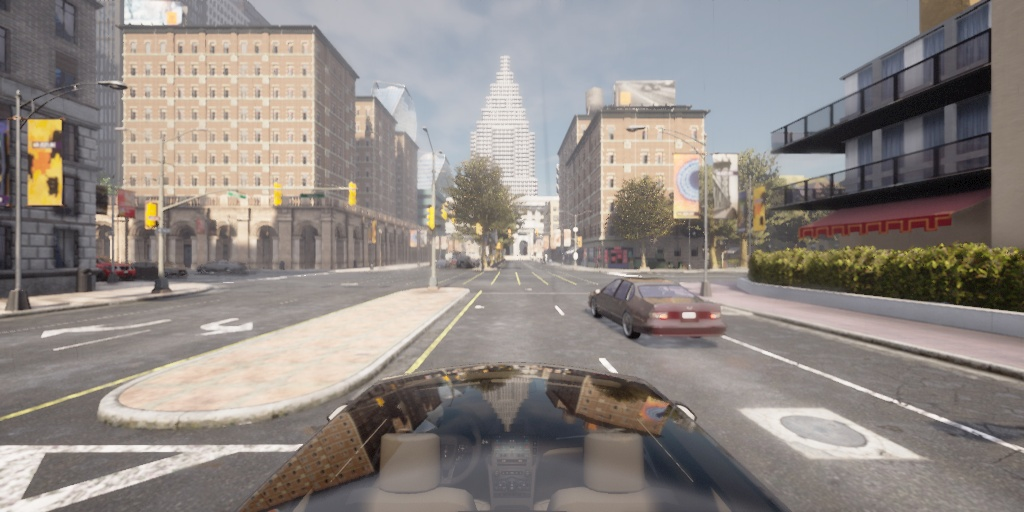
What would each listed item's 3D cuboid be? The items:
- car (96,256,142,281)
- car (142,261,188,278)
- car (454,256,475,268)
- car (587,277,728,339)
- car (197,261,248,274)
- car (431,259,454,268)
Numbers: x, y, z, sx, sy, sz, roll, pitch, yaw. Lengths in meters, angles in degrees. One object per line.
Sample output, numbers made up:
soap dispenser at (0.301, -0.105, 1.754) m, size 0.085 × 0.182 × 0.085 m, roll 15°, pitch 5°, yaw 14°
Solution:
car at (-34.665, 0.984, 29.614) m, size 5.566 × 2.045 × 2.150 m, roll 0°, pitch 0°, yaw 0°
car at (-32.886, 1.266, 33.143) m, size 4.892 × 1.490 × 1.837 m, roll 1°, pitch 0°, yaw 0°
car at (-8.099, 0.996, 60.890) m, size 2.150 × 2.045 × 5.566 m, roll 0°, pitch 0°, yaw 0°
car at (3.629, 1.301, 10.087) m, size 2.033 × 1.411 × 5.357 m, roll 0°, pitch 0°, yaw -3°
car at (-32.602, 1.258, 40.334) m, size 4.902 × 1.511 × 2.128 m, roll 0°, pitch 0°, yaw 0°
car at (-11.594, 1.322, 60.264) m, size 2.033 × 1.411 × 5.357 m, roll 0°, pitch 0°, yaw 0°
